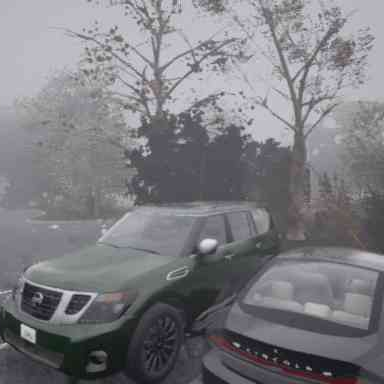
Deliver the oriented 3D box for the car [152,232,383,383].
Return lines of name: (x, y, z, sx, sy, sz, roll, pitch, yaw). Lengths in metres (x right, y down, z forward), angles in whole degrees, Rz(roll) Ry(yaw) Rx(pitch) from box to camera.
car: (1.984, 1.478, 4.405, 2.231, 1.521, 4.892, 0, 0, 35)

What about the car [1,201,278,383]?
car: (-0.203, 1.218, 5.933, 2.435, 2.045, 5.566, 0, 0, 35)

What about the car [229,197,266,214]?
car: (6.222, 1.415, 36.802, 2.097, 1.767, 4.553, -1, -1, 39)
